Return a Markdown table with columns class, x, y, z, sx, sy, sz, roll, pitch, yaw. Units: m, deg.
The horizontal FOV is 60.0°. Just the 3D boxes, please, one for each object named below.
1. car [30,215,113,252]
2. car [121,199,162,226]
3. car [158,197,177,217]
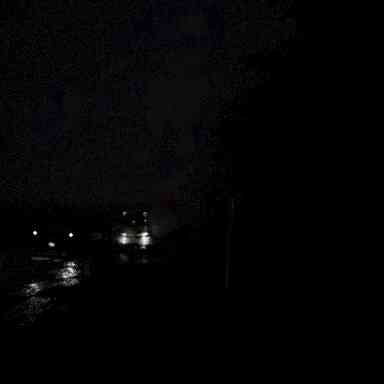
| class | x | y | z | sx | sy | sz | roll | pitch | yaw |
| --- | --- | --- | --- | --- | --- | --- | --- | --- | --- |
| car | -5.137 | 1.721 | 14.856 | 1.895 | 1.301 | 4.718 | 3 | -1 | 5 |
| car | -4.074 | 1.658 | 26.669 | 2.097 | 1.767 | 4.553 | 3 | -1 | 5 |
| car | -3.061 | 1.674 | 37.871 | 2.150 | 2.045 | 5.566 | 3 | 0 | 6 |
